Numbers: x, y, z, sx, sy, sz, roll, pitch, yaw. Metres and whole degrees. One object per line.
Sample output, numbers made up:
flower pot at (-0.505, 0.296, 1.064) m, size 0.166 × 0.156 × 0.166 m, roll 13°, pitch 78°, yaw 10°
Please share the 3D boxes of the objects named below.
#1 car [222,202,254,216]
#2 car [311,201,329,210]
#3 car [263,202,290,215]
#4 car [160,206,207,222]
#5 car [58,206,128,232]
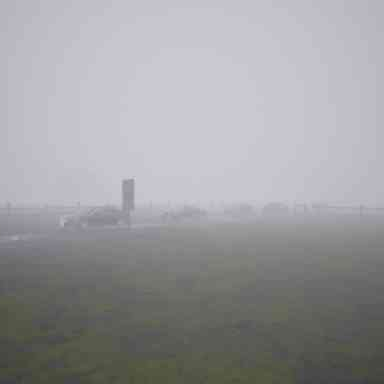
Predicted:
car at (5.290, 1.899, 37.897) m, size 1.882 × 1.535 × 5.008 m, roll -1°, pitch -1°, yaw 35°
car at (21.335, 2.217, 55.453) m, size 2.033 × 1.411 × 5.357 m, roll -1°, pitch -1°, yaw 36°
car at (10.025, 1.935, 39.489) m, size 1.837 × 1.490 × 4.892 m, roll -1°, pitch -1°, yaw 35°
car at (-0.678, 1.895, 29.494) m, size 1.895 × 1.301 × 4.718 m, roll -1°, pitch -1°, yaw 35°
car at (-6.243, 1.666, 21.646) m, size 2.128 × 1.511 × 4.902 m, roll -1°, pitch -1°, yaw 35°
